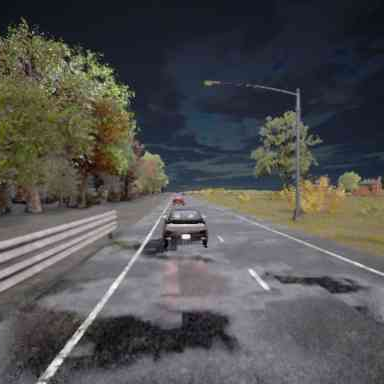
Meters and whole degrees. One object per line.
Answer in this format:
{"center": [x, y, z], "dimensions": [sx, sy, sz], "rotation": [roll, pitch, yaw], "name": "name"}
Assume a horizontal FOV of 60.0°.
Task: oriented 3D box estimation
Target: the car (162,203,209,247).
{"center": [-0.338, 1.493, 15.068], "dimensions": [2.128, 1.511, 4.902], "rotation": [0, 0, -3], "name": "car"}

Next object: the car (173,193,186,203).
{"center": [-2.334, 1.475, 57.921], "dimensions": [1.882, 1.535, 5.008], "rotation": [0, 0, -3], "name": "car"}
